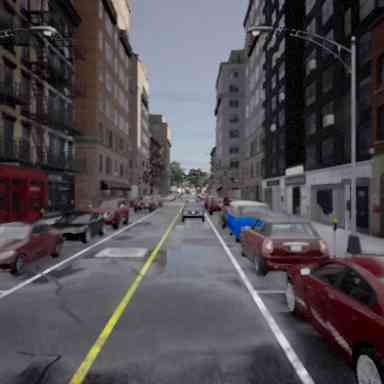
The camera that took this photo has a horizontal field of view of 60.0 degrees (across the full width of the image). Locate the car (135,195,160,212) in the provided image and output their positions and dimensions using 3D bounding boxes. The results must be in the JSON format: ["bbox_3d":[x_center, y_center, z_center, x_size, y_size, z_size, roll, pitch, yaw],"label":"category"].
[{"bbox_3d":[-5.405,1.339,38.743,2.192,1.841,5.009,0,0,0],"label":"car"}]

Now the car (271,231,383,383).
[{"bbox_3d":[2.637,1.548,4.669,1.887,1.381,4.507,0,0,0],"label":"car"}]

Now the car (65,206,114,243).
[{"bbox_3d":[-5.398,1.577,16.029,1.947,1.339,4.313,0,0,0],"label":"car"}]

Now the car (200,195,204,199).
[{"bbox_3d":[2.631,1.342,44.421,2.192,1.841,5.009,0,0,0],"label":"car"}]

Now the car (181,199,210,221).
[{"bbox_3d":[0.087,1.565,27.027,2.033,1.411,5.357,0,0,0],"label":"car"}]

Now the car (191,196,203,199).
[{"bbox_3d":[0.093,1.551,42.418,1.812,1.442,4.674,0,0,0],"label":"car"}]

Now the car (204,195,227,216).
[{"bbox_3d":[2.633,1.336,33.063,2.192,1.841,5.009,0,0,0],"label":"car"}]

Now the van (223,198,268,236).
[{"bbox_3d":[2.635,1.352,16.026,1.690,1.788,3.998,0,0,0],"label":"van"}]

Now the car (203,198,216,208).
[{"bbox_3d":[2.629,1.611,50.100,1.802,1.307,4.206,0,0,0],"label":"car"}]

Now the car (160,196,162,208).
[{"bbox_3d":[-5.407,1.552,44.250,1.752,1.417,4.829,0,0,0],"label":"car"}]

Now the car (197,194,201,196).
[{"bbox_3d":[2.625,1.592,77.108,2.008,1.369,4.403,0,0,0],"label":"car"}]

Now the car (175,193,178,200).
[{"bbox_3d":[-5.426,1.572,87.900,1.752,1.417,4.829,0,0,0],"label":"car"}]

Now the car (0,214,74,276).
[{"bbox_3d":[-5.396,1.589,10.351,1.802,1.307,4.206,0,0,0],"label":"car"}]

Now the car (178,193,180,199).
[{"bbox_3d":[-5.425,1.364,93.553,2.192,1.841,5.009,0,0,0],"label":"car"}]

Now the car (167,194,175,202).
[{"bbox_3d":[-5.428,1.566,76.937,1.752,1.417,4.829,0,0,0],"label":"car"}]

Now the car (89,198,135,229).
[{"bbox_3d":[-5.399,1.330,21.707,2.192,1.841,5.009,0,0,0],"label":"car"}]

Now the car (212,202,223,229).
[{"bbox_3d":[2.634,1.566,21.705,2.008,1.369,4.403,0,0,0],"label":"car"}]

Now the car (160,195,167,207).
[{"bbox_3d":[-5.409,1.344,50.099,2.192,1.841,5.009,0,0,0],"label":"car"}]

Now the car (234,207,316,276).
[{"bbox_3d":[2.636,1.448,10.347,1.967,1.590,4.097,0,0,0],"label":"car"}]

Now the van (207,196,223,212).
[{"bbox_3d":[2.632,1.365,38.742,1.690,1.788,3.998,0,0,0],"label":"van"}]

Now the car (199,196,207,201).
[{"bbox_3d":[2.624,1.588,82.590,1.887,1.381,4.507,0,0,0],"label":"car"}]
